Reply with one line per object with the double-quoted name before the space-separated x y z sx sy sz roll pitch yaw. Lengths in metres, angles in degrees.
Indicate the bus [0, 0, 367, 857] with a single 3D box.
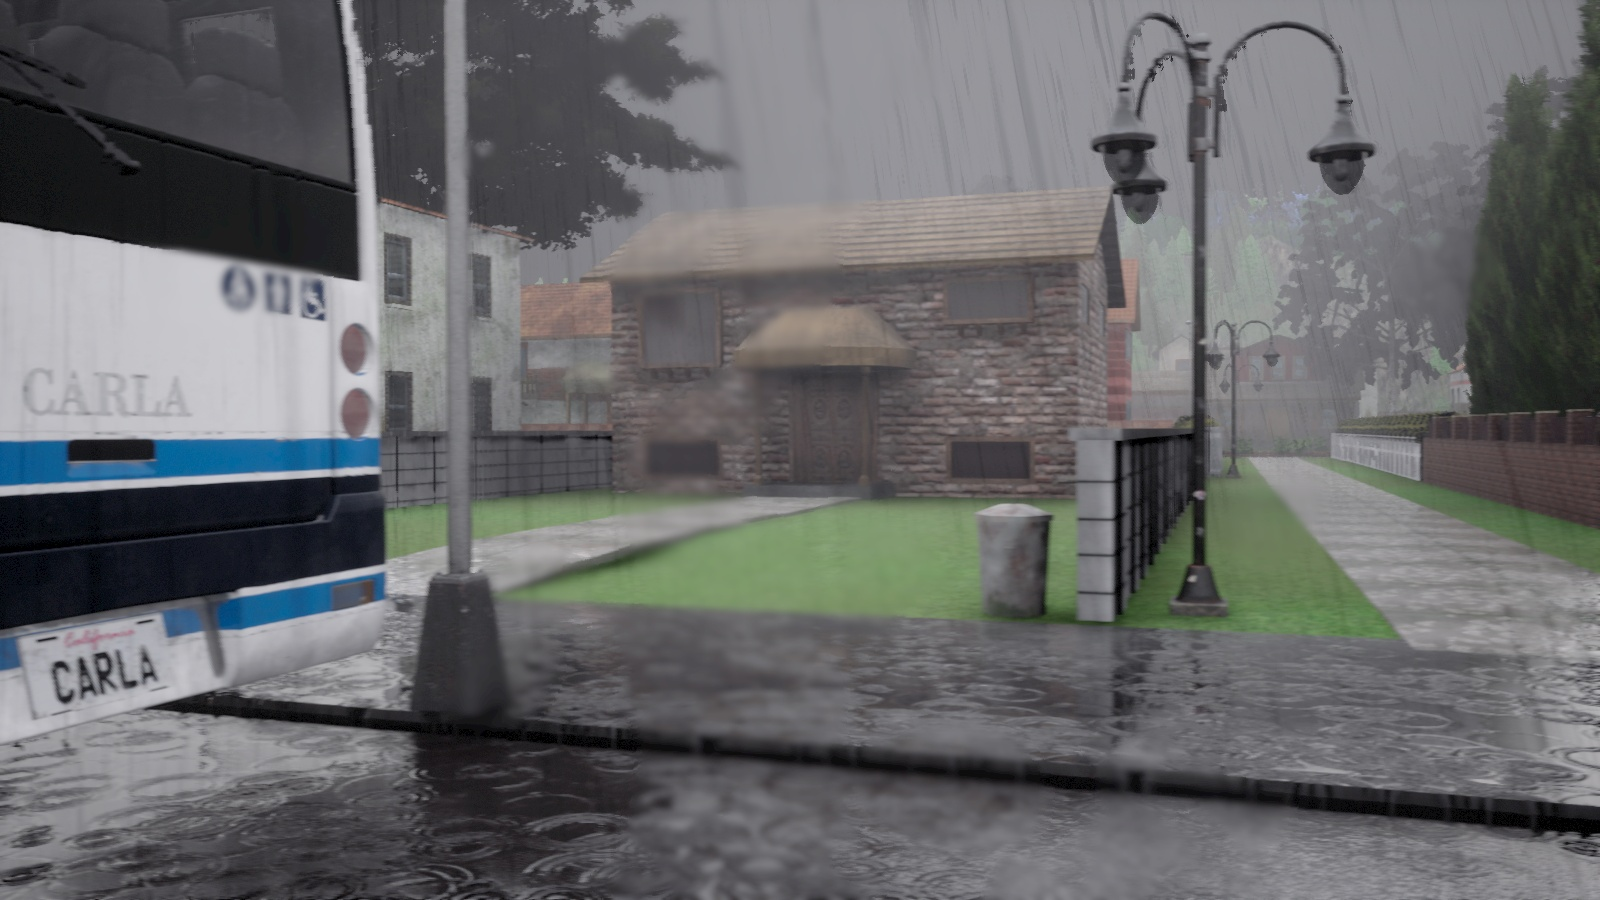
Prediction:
"bus" -7.757 -0.680 6.310 10.273 4.253 3.944 1 1 19
